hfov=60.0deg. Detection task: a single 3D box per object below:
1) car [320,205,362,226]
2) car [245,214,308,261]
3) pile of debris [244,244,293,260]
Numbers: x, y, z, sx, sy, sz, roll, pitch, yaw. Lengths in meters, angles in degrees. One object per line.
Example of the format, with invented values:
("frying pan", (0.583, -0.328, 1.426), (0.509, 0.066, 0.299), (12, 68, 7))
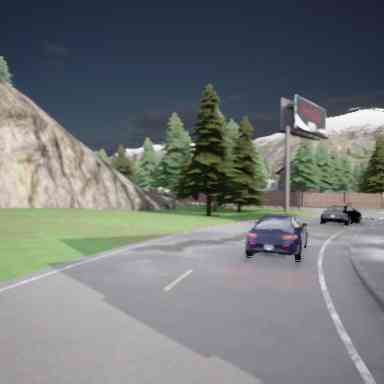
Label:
("car", (11.232, 1.685, 24.963), (1.994, 1.385, 4.181), (1, 0, 41))
("car", (3.250, 1.560, 12.468), (1.812, 1.442, 4.674), (1, 0, 22))
("pile of debris", (2.882, 2.205, 12.370), (1.500, 0.140, 1.860), (1, 0, 23))
